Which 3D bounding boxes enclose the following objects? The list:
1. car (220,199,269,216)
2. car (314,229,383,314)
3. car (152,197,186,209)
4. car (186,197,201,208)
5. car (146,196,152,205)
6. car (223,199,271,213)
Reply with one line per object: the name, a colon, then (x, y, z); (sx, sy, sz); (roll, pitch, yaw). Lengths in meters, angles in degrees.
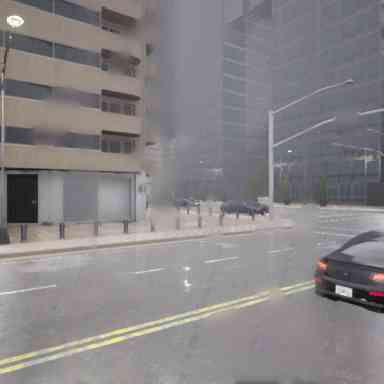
car: (5.036, 1.492, 32.219); (2.033, 1.411, 5.357); (0, 0, -36)
car: (4.474, 1.526, 7.004); (4.674, 1.442, 1.812); (0, 0, -35)
car: (-3.080, 1.508, 43.630); (1.994, 1.385, 4.181); (0, 0, -35)
car: (-0.713, 1.436, 46.351); (2.128, 1.511, 4.902); (0, 0, -35)
car: (-7.650, 1.446, 56.278); (1.837, 1.490, 4.892); (0, 1, -35)
car: (6.021, 1.492, 36.822); (2.033, 1.411, 5.357); (0, 0, -36)
